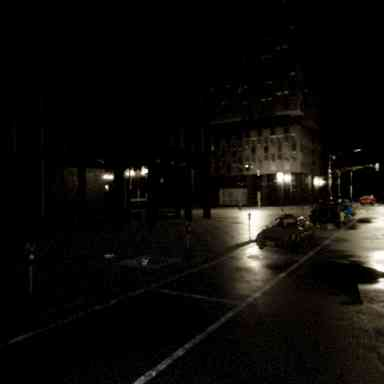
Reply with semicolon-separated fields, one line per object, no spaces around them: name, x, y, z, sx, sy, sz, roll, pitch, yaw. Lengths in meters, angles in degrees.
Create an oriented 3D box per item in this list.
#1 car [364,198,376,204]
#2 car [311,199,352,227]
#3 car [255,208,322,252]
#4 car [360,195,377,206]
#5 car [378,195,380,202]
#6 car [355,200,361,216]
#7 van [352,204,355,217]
car;38.139;1.932;71.266;1.947;1.339;4.313;-1;-1;31
car;9.931;1.467;24.169;2.192;1.841;5.009;-1;-1;31
car;4.169;1.641;14.541;1.752;1.417;4.829;-1;-1;31
car;32.337;1.631;61.587;2.192;1.841;5.009;-1;-1;31
car;43.937;1.989;80.950;1.947;1.339;4.313;-2;-1;31
car;15.524;1.714;33.499;1.752;1.417;4.829;-1;-1;31
van;12.770;1.511;28.909;1.690;1.788;3.998;-1;-1;31
